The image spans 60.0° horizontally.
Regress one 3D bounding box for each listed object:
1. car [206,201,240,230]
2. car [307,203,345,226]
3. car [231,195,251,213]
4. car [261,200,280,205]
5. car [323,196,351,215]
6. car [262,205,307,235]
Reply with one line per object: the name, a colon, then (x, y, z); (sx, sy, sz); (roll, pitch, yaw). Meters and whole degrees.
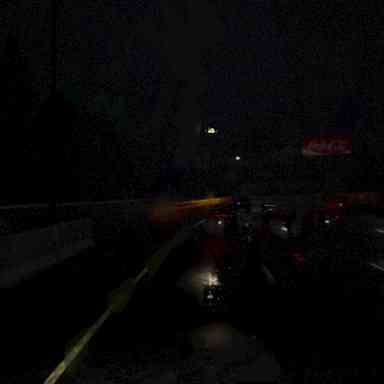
car: (2.055, 1.584, 21.995); (1.837, 1.490, 4.892); (0, 0, 9)
car: (9.600, 1.728, 24.776); (1.895, 1.301, 4.718); (0, 0, 10)
car: (5.880, 1.378, 40.102); (2.150, 2.045, 5.566); (0, 0, 14)
car: (8.844, 1.654, 37.437); (2.128, 1.511, 4.902); (0, 0, 13)
car: (15.815, 1.419, 36.556); (2.150, 2.045, 5.566); (0, 0, 14)
car: (5.223, 1.690, 19.764); (1.895, 1.301, 4.718); (0, 0, 8)
